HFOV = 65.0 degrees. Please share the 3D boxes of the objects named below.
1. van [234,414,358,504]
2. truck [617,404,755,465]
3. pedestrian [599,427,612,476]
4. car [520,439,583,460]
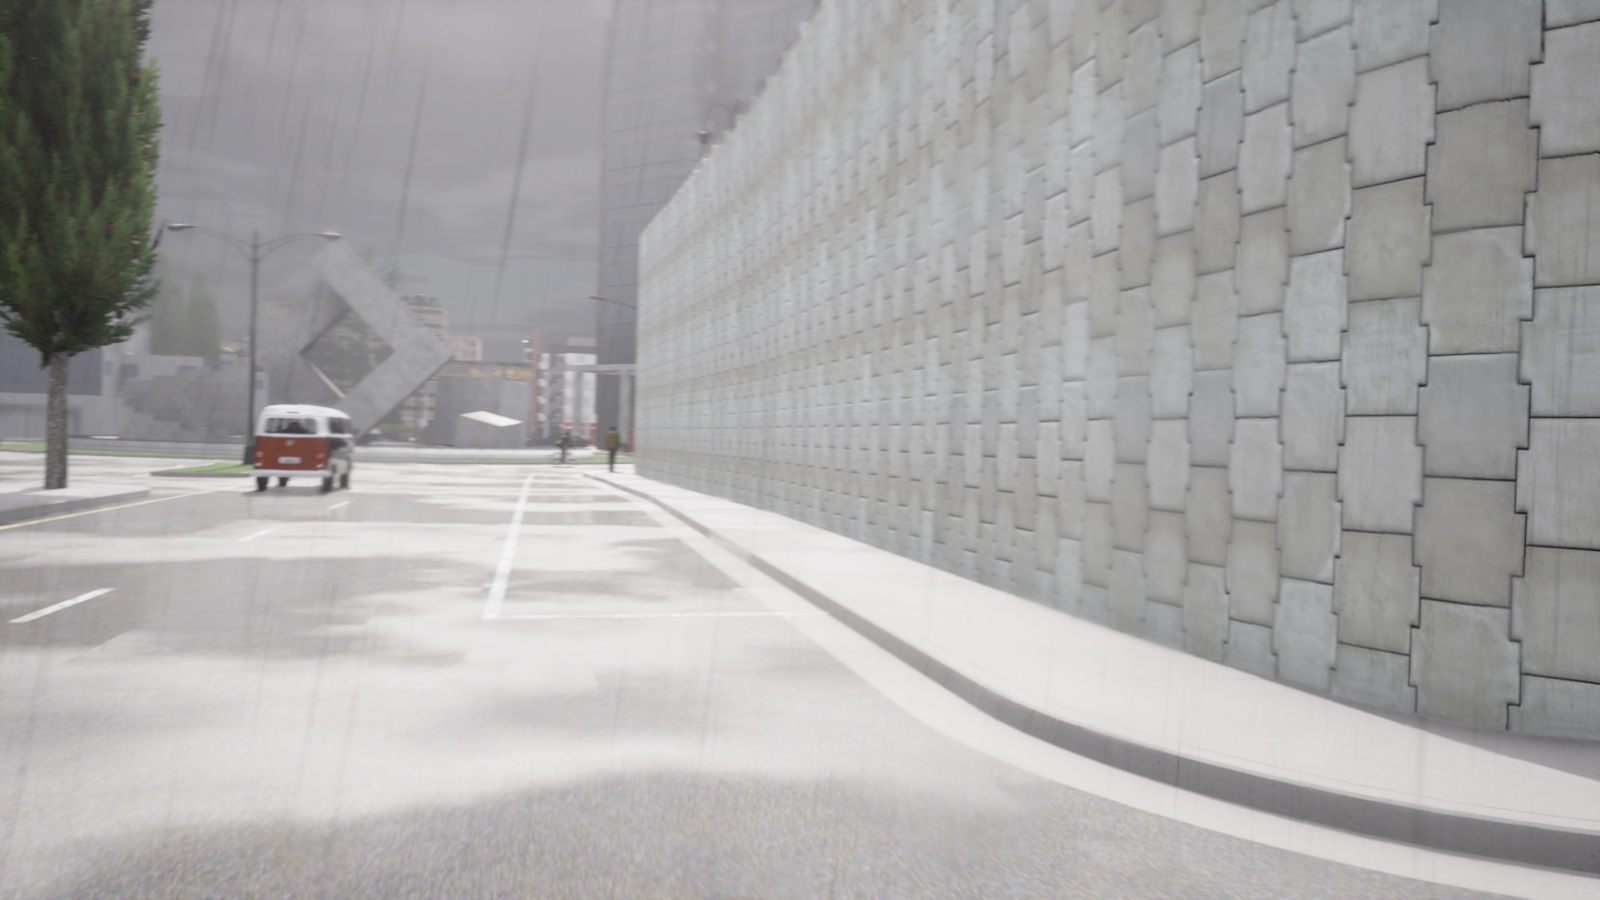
[{"bbox_3d":[-12.286,0.198,30.895,2.069,2.038,4.480,0,0,-12],"label":"van"},{"bbox_3d":[-7.442,-1.043,81.891,8.468,3.827,2.891,1,1,15],"label":"truck"},{"bbox_3d":[-7.297,0.047,47.121,0.370,1.835,0.726,0,0,-15],"label":"pedestrian"},{"bbox_3d":[-18.212,-0.034,92.011,4.193,1.474,1.816,1,0,24],"label":"car"}]
